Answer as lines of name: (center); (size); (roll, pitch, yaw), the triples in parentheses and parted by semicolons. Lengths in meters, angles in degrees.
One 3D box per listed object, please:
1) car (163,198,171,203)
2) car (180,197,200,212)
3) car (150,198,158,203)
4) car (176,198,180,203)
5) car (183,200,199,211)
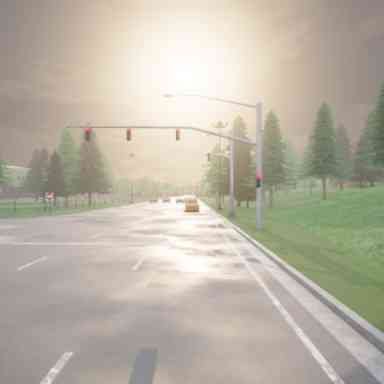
car: (-6.903, 2.242, 90.431); (2.033, 1.411, 5.357); (0, 0, 0)
car: (-0.115, 1.456, 45.403); (1.882, 1.535, 5.008); (-3, 16, -5)
car: (-10.403, 2.242, 90.435); (2.033, 1.411, 5.357); (0, 0, 0)
car: (-3.403, 2.254, 90.427); (1.994, 1.385, 4.181); (0, 0, 0)
car: (-0.070, 1.957, 48.972); (2.033, 1.411, 5.357); (0, 1, 2)
